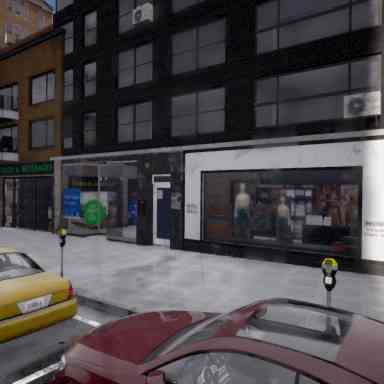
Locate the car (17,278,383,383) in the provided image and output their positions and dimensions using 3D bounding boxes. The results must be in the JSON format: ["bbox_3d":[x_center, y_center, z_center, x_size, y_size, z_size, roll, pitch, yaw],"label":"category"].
[{"bbox_3d":[0.621,1.582,2.634,4.206,1.307,1.802,0,1,36],"label":"car"}]

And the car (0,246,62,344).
[{"bbox_3d":[-4.065,1.523,5.977,4.829,1.417,1.752,0,1,36],"label":"car"}]
